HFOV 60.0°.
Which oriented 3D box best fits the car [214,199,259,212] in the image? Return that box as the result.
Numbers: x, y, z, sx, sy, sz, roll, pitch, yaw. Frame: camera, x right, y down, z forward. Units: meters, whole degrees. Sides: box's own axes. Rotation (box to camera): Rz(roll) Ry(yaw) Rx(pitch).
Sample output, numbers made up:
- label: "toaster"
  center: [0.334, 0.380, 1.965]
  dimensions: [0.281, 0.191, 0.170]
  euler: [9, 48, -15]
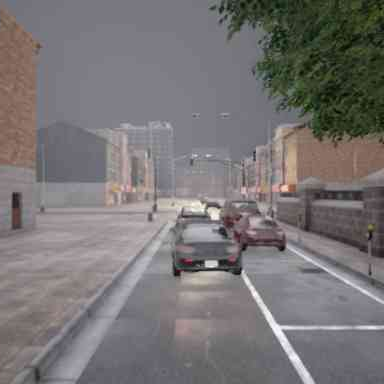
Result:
- label: "car"
  center: [2.682, 1.321, 19.227]
  dimensions: [2.192, 1.841, 5.009]
  euler: [1, 0, 0]

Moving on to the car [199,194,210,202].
- label: "car"
  center: [2.757, 1.634, 61.969]
  dimensions: [1.887, 1.381, 4.507]
  euler: [0, 0, 0]

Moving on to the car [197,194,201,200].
- label: "car"
  center: [2.769, 1.421, 67.407]
  dimensions: [2.192, 1.841, 5.009]
  euler: [0, 0, 0]

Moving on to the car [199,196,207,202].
- label: "car"
  center: [2.796, 1.747, 83.719]
  dimensions: [1.802, 1.307, 4.206]
  euler: [0, 0, 0]

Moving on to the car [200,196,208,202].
- label: "car"
  center: [2.786, 1.726, 78.281]
  dimensions: [1.802, 1.307, 4.206]
  euler: [0, 0, 0]

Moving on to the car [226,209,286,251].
- label: "car"
  center: [2.669, 1.584, 13.778]
  dimensions: [1.802, 1.307, 4.206]
  euler: [1, 0, 0]

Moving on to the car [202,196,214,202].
- label: "car"
  center: [2.727, 1.591, 45.657]
  dimensions: [1.887, 1.381, 4.507]
  euler: [1, 0, 0]

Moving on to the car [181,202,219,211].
- label: "car"
  center: [0.110, 1.497, 18.122]
  dimensions: [2.128, 1.511, 4.902]
  euler: [0, 0, 0]

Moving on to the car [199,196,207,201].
- label: "car"
  center: [2.806, 1.738, 89.156]
  dimensions: [2.008, 1.369, 4.403]
  euler: [0, 0, 0]

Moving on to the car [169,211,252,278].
- label: "car"
  center: [0.294, 1.526, 10.120]
  dimensions: [1.812, 1.442, 4.674]
  euler: [0, 0, -4]
